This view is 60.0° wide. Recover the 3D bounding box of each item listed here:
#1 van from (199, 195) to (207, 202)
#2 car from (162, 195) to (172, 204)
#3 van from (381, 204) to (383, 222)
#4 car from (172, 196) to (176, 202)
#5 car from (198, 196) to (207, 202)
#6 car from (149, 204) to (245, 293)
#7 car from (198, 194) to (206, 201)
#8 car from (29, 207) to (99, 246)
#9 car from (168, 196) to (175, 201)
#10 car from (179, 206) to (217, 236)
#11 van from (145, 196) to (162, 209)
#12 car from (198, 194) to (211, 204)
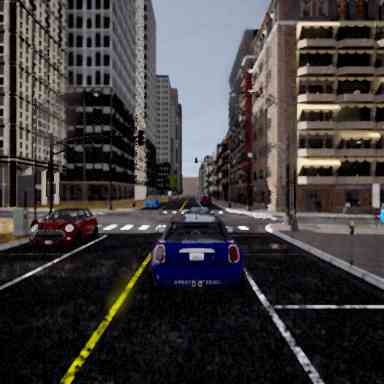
[{"bbox_3d":[2.707,1.572,80.953,1.690,1.788,3.998,0,0,0],"label":"van"},{"bbox_3d":[-5.675,1.720,69.682,1.752,1.417,4.829,0,0,0],"label":"car"},{"bbox_3d":[16.936,1.769,25.901,3.998,1.788,1.690,1,-1,0],"label":"van"},{"bbox_3d":[-5.672,1.690,86.504,1.967,1.590,4.097,0,0,0],"label":"car"},{"bbox_3d":[2.709,1.801,86.503,2.008,1.369,4.403,0,0,0],"label":"car"},{"bbox_3d":[0.102,1.375,9.115,2.097,1.767,4.553,0,0,0],"label":"car"},{"bbox_3d":[2.710,1.584,92.055,2.192,1.841,5.009,0,0,0],"label":"car"},{"bbox_3d":[-5.688,1.478,15.174,1.967,1.590,4.097,0,0,0],"label":"car"},{"bbox_3d":[-5.670,1.793,91.885,1.752,1.417,4.829,0,0,0],"label":"car"},{"bbox_3d":[0.463,1.616,19.694,1.994,1.385,4.181,0,0,4],"label":"car"},{"bbox_3d":[-5.680,1.468,47.649,1.690,1.788,3.998,0,0,0],"label":"van"},{"bbox_3d":[2.704,1.493,64.301,2.192,1.841,5.009,0,0,0],"label":"car"}]
